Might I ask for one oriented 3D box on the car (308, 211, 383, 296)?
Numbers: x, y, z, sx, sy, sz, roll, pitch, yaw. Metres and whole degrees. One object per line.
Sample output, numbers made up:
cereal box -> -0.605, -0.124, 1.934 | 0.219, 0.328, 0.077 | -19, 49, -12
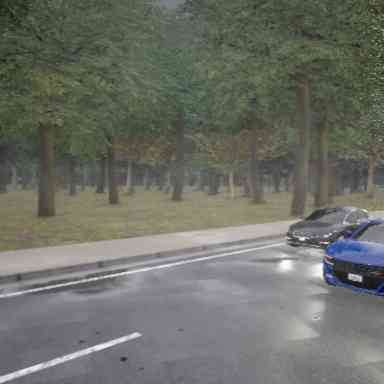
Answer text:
car -> 5.065, 1.388, 8.130 | 5.008, 1.535, 1.882 | 0, 1, -41

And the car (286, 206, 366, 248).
car -> 5.566, 1.344, 12.885 | 4.892, 1.490, 1.837 | 0, 1, -41
